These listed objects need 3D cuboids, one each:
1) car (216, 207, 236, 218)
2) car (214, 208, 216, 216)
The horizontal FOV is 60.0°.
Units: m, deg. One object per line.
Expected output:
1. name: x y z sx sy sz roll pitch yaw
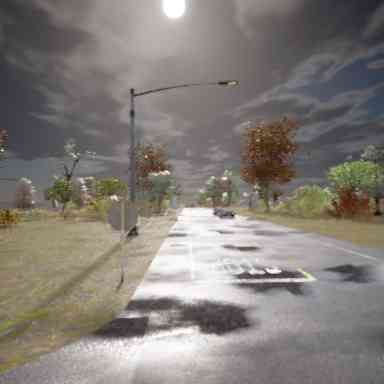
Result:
1. car: 4.795 2.944 46.014 1.895 1.301 4.718 -1 -2 -1
2. car: 4.663 3.172 55.619 1.812 1.442 4.674 -1 -2 -1
